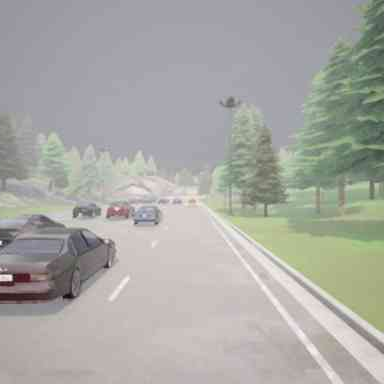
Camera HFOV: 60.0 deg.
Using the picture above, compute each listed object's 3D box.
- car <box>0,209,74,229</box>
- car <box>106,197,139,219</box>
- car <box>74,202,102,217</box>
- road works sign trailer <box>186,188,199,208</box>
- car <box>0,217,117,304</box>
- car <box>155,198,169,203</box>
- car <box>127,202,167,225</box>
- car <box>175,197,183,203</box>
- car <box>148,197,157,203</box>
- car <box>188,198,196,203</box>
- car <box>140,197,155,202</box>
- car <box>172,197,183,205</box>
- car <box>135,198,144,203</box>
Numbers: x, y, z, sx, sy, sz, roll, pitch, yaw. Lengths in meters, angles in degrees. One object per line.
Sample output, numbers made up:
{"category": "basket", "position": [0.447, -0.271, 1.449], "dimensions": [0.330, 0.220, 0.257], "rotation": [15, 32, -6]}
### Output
{"category": "car", "position": [-6.898, 1.657, 14.151], "dimensions": [1.812, 1.442, 4.674], "rotation": [0, 0, 0]}
{"category": "car", "position": [-6.893, 1.653, 32.679], "dimensions": [2.097, 1.767, 4.553], "rotation": [0, -1, 0]}
{"category": "car", "position": [-10.392, 1.814, 33.258], "dimensions": [1.837, 1.490, 4.892], "rotation": [0, 0, 0]}
{"category": "road works sign trailer", "position": [0.013, 1.029, 61.245], "dimensions": [2.380, 3.560, 2.880], "rotation": [0, -1, 0]}
{"category": "car", "position": [-3.398, 1.628, 8.551], "dimensions": [2.033, 1.411, 5.357], "rotation": [0, -1, 0]}
{"category": "car", "position": [-6.983, 2.212, 78.092], "dimensions": [1.837, 1.490, 4.892], "rotation": [0, -1, 0]}
{"category": "car", "position": [-3.393, 1.791, 26.325], "dimensions": [2.033, 1.411, 5.357], "rotation": [0, -1, 0]}
{"category": "car", "position": [-3.481, 2.206, 88.926], "dimensions": [1.882, 1.535, 5.008], "rotation": [0, -1, 0]}
{"category": "car", "position": [-10.481, 2.228, 88.928], "dimensions": [1.837, 1.490, 4.892], "rotation": [0, -1, 0]}
{"category": "car", "position": [0.019, 2.264, 88.508], "dimensions": [2.033, 1.411, 5.357], "rotation": [0, -1, 0]}
{"category": "car", "position": [-10.483, 2.198, 78.926], "dimensions": [1.882, 1.535, 5.008], "rotation": [0, -1, 0]}
{"category": "car", "position": [-3.483, 2.074, 78.896], "dimensions": [2.097, 1.767, 4.553], "rotation": [0, -1, 0]}
{"category": "car", "position": [-13.981, 2.249, 88.511], "dimensions": [1.812, 1.442, 4.674], "rotation": [0, -1, 0]}
